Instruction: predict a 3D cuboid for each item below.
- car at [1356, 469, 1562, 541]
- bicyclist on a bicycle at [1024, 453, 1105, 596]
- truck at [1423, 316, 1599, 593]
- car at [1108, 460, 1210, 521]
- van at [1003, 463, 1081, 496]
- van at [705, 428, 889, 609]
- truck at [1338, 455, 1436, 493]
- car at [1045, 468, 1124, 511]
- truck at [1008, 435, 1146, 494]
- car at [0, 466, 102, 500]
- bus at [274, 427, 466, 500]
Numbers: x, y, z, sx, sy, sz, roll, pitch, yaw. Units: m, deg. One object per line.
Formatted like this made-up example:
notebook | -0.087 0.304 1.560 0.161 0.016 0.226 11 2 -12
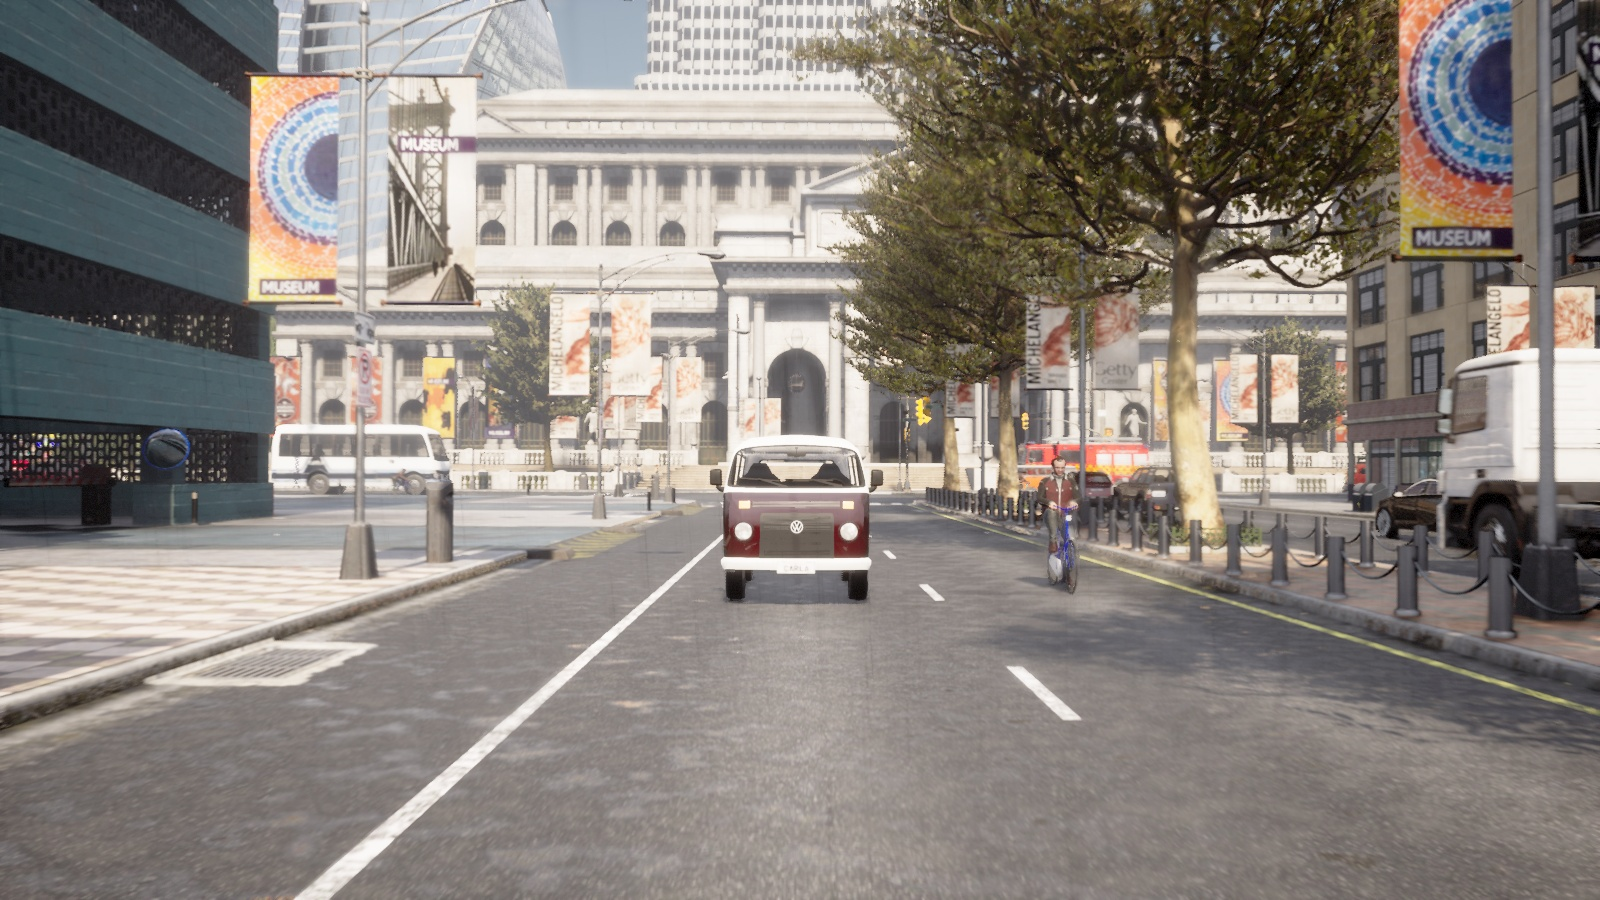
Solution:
car | 14.929 1.194 28.830 2.128 1.511 4.902 0 -1 0
bicyclist on a bicycle | 3.459 0.948 16.541 0.659 1.776 1.843 0 -1 0
truck | 11.457 0.057 16.144 2.891 3.462 7.936 0 -1 0
car | 11.402 1.259 40.203 1.932 1.855 4.605 0 -1 0
van | 15.034 1.815 78.138 4.442 1.987 1.775 0 -1 -16
van | -0.042 0.814 16.472 2.069 2.038 4.480 0 -1 0
truck | 38.722 1.561 82.914 5.204 2.467 2.627 0 -1 0
car | 11.329 1.541 50.266 2.033 1.649 4.856 0 -1 0
truck | 18.208 0.966 82.957 8.468 3.827 2.891 0 -1 0
car | -46.855 2.030 78.170 5.566 2.045 2.150 0 -1 -12
bus | -25.876 0.814 76.016 10.273 4.253 3.944 0 -1 0
